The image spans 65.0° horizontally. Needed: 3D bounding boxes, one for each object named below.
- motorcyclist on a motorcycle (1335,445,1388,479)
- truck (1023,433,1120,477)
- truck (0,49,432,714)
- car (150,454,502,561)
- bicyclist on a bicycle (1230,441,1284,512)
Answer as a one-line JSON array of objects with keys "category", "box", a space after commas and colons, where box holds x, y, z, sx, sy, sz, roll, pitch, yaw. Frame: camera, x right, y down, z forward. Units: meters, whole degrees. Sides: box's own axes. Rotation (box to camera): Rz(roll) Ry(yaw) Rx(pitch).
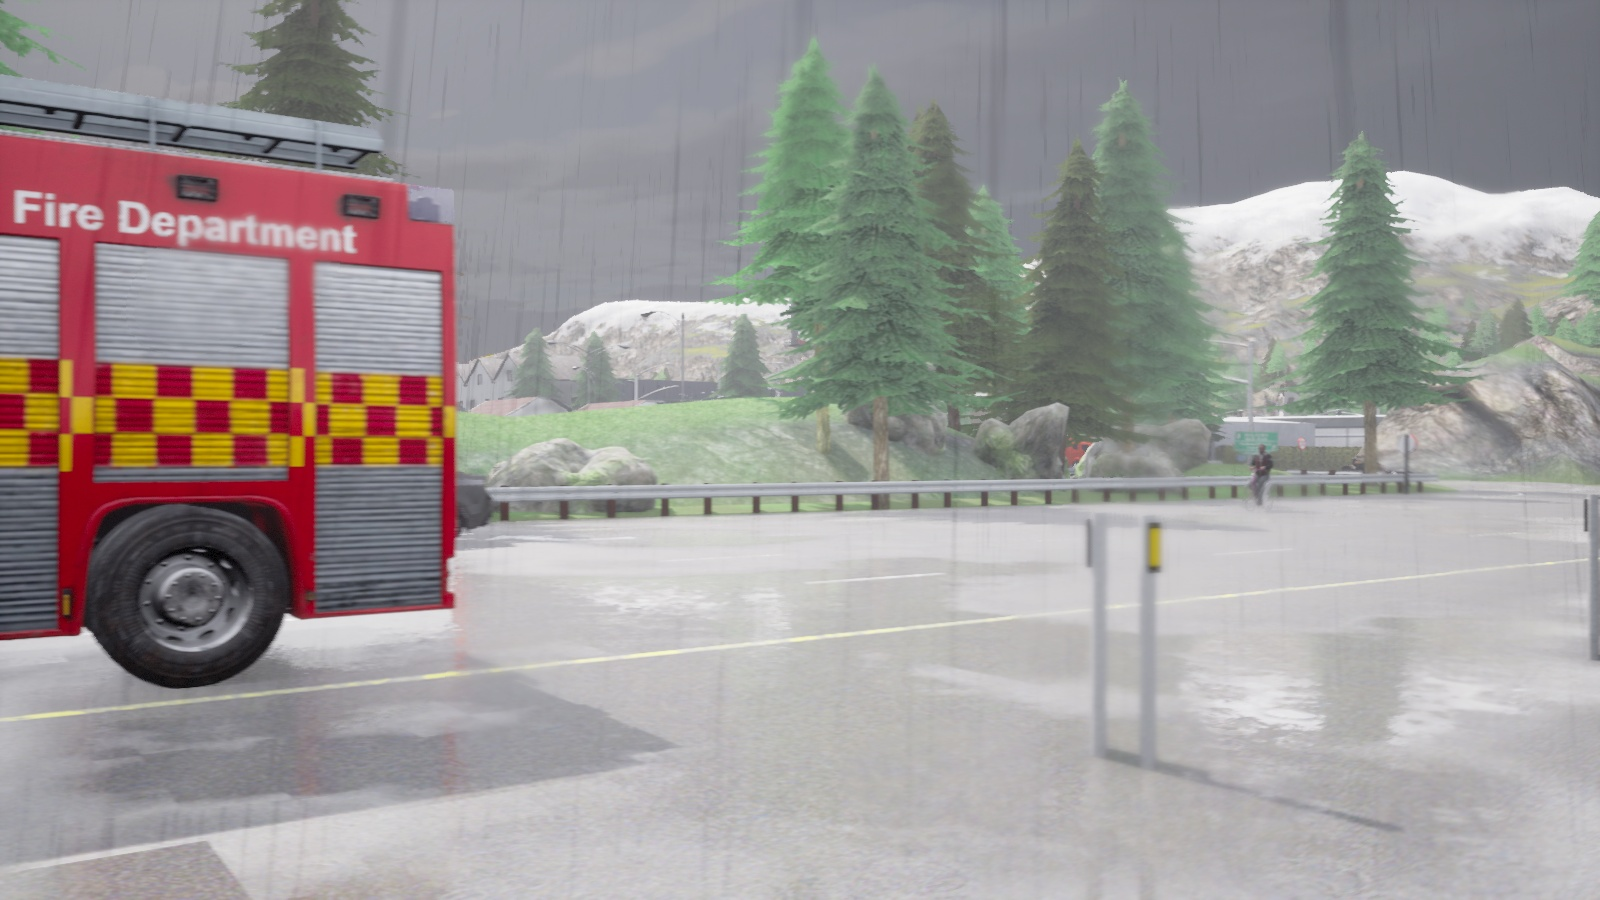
[{"category": "motorcyclist on a motorcycle", "box": [28.243, 0.595, 63.176, 0.766, 1.649, 2.350, 0, 0, -35]}, {"category": "truck", "box": [16.039, 0.284, 74.450, 2.627, 2.467, 5.204, 0, 0, -35]}, {"category": "truck", "box": [-6.844, -0.387, 7.428, 8.468, 3.827, 2.891, 0, 0, -35]}, {"category": "car", "box": [-7.399, 0.814, 19.831, 4.892, 1.490, 1.837, 0, 0, -35]}, {"category": "bicyclist on a bicycle", "box": [11.755, 0.670, 32.284, 0.659, 1.776, 1.843, 0, 0, 42]}]
